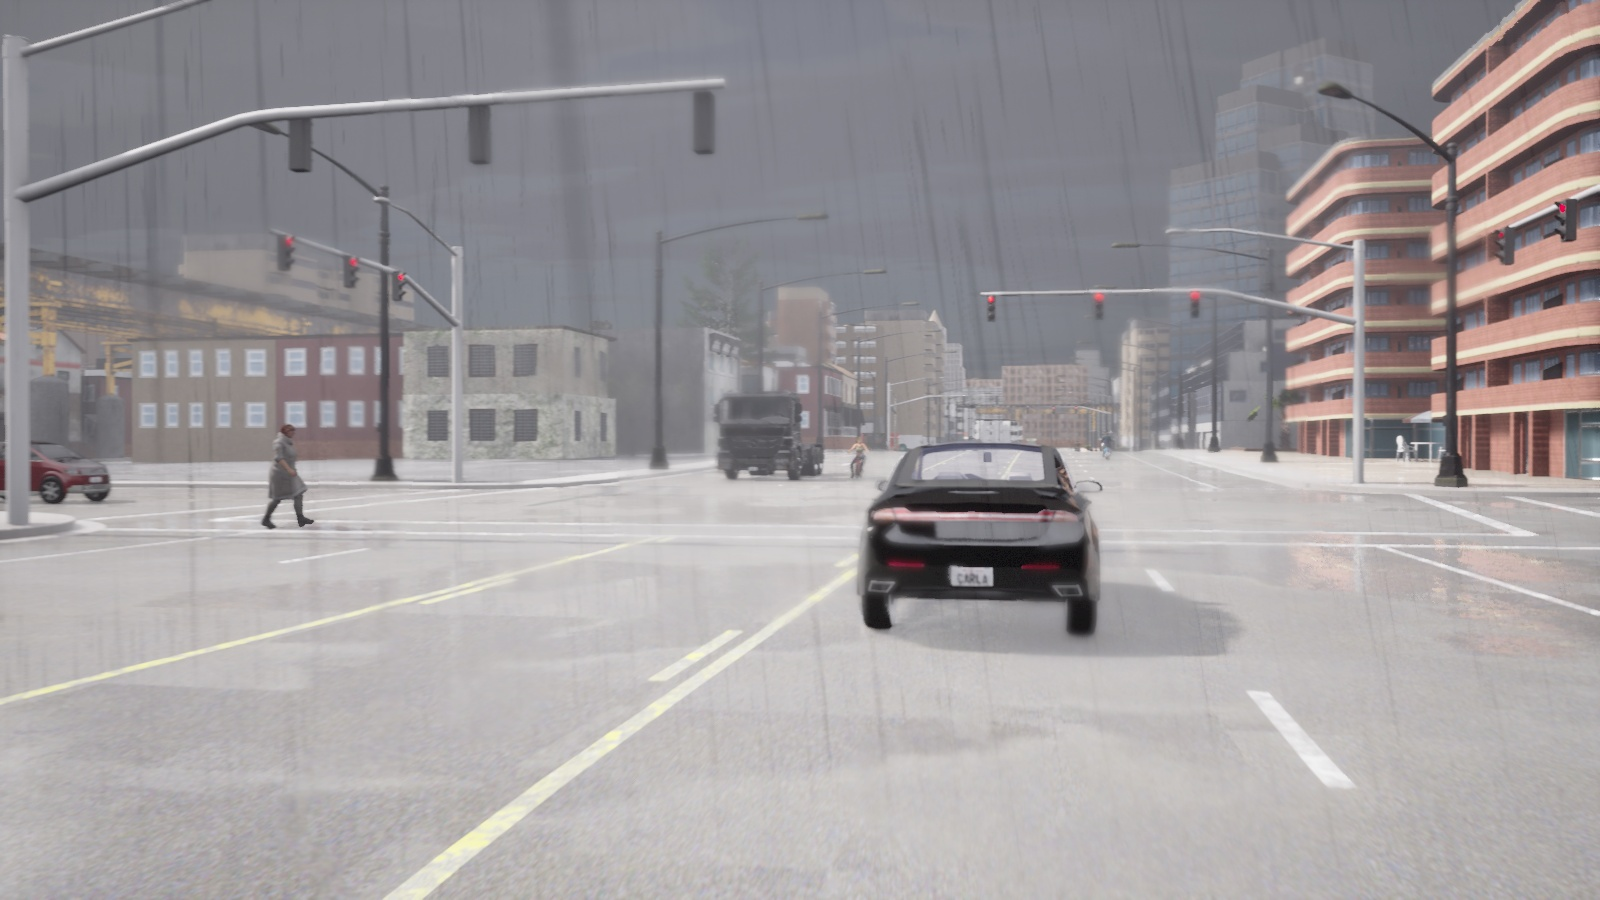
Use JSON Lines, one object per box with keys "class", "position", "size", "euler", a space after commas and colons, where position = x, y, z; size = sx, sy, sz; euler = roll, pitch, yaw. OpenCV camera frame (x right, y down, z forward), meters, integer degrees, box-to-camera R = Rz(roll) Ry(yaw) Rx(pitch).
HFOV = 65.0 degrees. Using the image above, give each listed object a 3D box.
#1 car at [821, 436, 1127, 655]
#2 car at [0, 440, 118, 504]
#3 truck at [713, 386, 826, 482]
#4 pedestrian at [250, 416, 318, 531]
{"class": "car", "position": [1.651, 0.643, 11.249], "size": [2.128, 1.511, 4.902], "euler": [0, 0, 11]}
{"class": "car", "position": [-19.313, 0.516, 31.344], "size": [3.705, 1.549, 1.789], "euler": [0, 0, 10]}
{"class": "truck", "position": [-1.049, -0.649, 49.757], "size": [2.891, 3.462, 7.936], "euler": [0, 1, 11]}
{"class": "pedestrian", "position": [-8.925, 0.396, 21.729], "size": [0.873, 1.952, 0.659], "euler": [0, 0, 7]}
